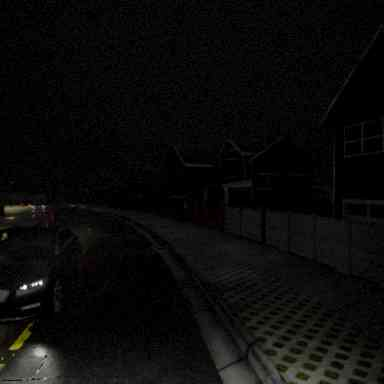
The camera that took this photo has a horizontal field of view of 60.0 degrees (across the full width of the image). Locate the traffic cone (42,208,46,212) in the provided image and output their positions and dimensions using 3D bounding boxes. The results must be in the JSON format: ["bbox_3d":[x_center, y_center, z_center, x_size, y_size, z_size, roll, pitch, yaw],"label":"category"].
[{"bbox_3d":[-16.854,2.038,38.550,0.340,0.580,0.340,0,0,-29],"label":"traffic cone"}]

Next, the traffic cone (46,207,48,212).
[{"bbox_3d":[-14.577,2.048,34.230,0.340,0.580,0.340,0,0,-26],"label":"traffic cone"}]

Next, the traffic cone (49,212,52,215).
[{"bbox_3d":[-10.645,2.044,25.292,0.340,0.580,0.340,0,0,-21],"label":"traffic cone"}]

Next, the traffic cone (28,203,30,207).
[{"bbox_3d":[-24.855,1.971,50.810,0.340,0.580,0.340,0,1,-37],"label":"traffic cone"}]

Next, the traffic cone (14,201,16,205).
[{"bbox_3d":[-31.110,1.922,58.308,0.340,0.580,0.340,-1,1,-43],"label":"traffic cone"}]

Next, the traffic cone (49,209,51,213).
[{"bbox_3d":[-12.507,2.050,29.807,0.340,0.580,0.340,0,0,-24],"label":"traffic cone"}]

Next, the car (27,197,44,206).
[{"bbox_3d":[-26.188,1.505,55.516,1.812,1.442,4.674,0,1,-40],"label":"car"}]

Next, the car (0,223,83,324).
[{"bbox_3d":[-3.603,1.504,7.341,2.128,1.511,4.902,0,0,-11],"label":"car"}]
